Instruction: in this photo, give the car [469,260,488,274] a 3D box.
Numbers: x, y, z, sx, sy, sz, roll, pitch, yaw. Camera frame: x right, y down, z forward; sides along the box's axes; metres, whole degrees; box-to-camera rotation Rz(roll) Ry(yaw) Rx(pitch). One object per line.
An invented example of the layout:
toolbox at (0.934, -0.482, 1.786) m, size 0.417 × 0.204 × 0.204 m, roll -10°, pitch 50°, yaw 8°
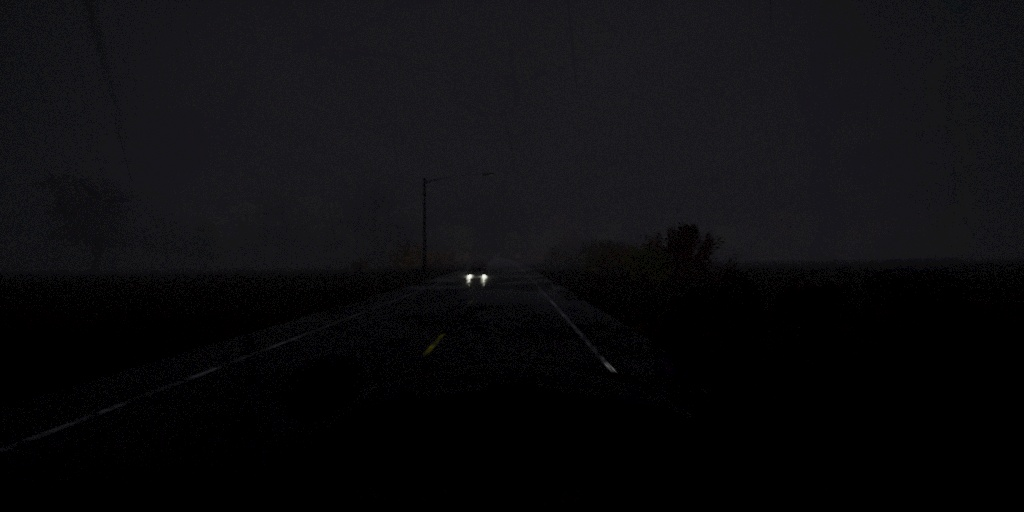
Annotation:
car at (-3.710, 1.217, 40.263) m, size 1.882 × 1.535 × 5.008 m, roll 0°, pitch 0°, yaw 0°
